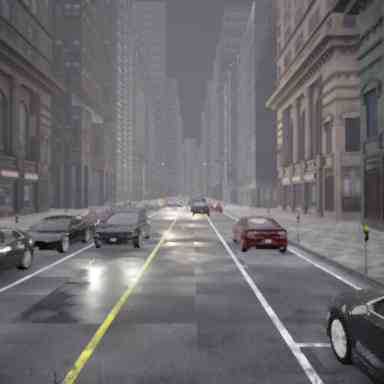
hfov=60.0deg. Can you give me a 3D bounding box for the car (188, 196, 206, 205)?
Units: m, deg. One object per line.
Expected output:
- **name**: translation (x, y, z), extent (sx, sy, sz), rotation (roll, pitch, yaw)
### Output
- **car**: translation (0.875, 1.651, 46.054), extent (2.150, 2.045, 5.566), rotation (0, -1, -1)

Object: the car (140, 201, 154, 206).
- **car**: translation (-5.717, 1.885, 36.748), extent (1.887, 1.381, 4.507), rotation (0, -1, 0)

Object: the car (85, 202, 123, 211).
- **car**: translation (-5.736, 1.625, 19.944), extent (1.967, 1.590, 4.097), rotation (0, -1, 0)

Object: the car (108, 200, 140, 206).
- **car**: translation (-5.729, 1.551, 25.547), extent (2.192, 1.841, 5.009), rotation (0, -1, 0)

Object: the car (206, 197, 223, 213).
- **car**: translation (2.816, 1.833, 42.347), extent (1.967, 1.590, 4.097), rotation (0, -1, 0)

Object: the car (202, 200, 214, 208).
- **car**: translation (2.835, 2.095, 59.153), extent (1.887, 1.381, 4.507), rotation (0, -1, 0)

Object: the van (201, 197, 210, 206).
- **van**: translation (2.849, 1.996, 70.358), extent (1.690, 1.788, 3.998), rotation (0, -1, 0)

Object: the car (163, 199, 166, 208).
- **car**: translation (-5.697, 2.021, 53.383), extent (1.752, 1.417, 4.829), rotation (0, -1, 0)

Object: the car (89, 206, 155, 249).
- **car**: translation (-3.083, 1.622, 15.570), extent (1.882, 1.535, 5.008), rotation (0, -1, 0)

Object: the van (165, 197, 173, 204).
- **van**: translation (-5.663, 2.101, 81.563), extent (1.690, 1.788, 3.998), rotation (0, -1, 0)

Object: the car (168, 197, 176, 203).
- **car**: translation (-5.650, 2.305, 92.765), extent (1.967, 1.590, 4.097), rotation (0, -1, 0)

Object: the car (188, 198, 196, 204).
- **car**: translation (0.101, 2.253, 85.823), extent (1.994, 1.385, 4.181), rotation (0, -1, 0)

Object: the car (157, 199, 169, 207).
- **car**: translation (-5.684, 2.147, 64.755), extent (1.887, 1.381, 4.507), rotation (0, -1, 0)

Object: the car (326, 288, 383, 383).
- **car**: translation (2.769, 1.581, 3.133), extent (2.008, 1.369, 4.403), rotation (0, -1, 0)

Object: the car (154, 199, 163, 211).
- **car**: translation (-5.704, 2.027, 47.950), extent (1.802, 1.307, 4.206), rotation (0, -1, 0)

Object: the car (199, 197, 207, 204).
- **car**: translation (2.868, 2.253, 87.163), extent (1.967, 1.590, 4.097), rotation (0, -1, 0)

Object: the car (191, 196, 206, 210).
- **car**: translation (0.961, 1.709, 52.063), extent (2.150, 2.045, 5.566), rotation (0, -1, 0)

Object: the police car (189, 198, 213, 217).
- **police car**: translation (0.942, 1.760, 36.140), extent (1.930, 1.638, 5.238), rotation (0, -1, 0)

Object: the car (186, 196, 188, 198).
- **car**: translation (0.083, 2.079, 70.388), extent (1.994, 1.385, 4.181), rotation (0, -1, 0)

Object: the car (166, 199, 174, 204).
- **car**: translation (-5.657, 2.394, 87.161), extent (1.802, 1.307, 4.206), rotation (0, -1, 0)

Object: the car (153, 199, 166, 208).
- **car**: translation (-5.690, 1.990, 59.155), extent (1.967, 1.590, 4.097), rotation (0, -1, 0)

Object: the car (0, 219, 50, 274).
- **car**: translation (-5.750, 1.632, 8.740), extent (2.008, 1.369, 4.403), rotation (0, -1, 0)

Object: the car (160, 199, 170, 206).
- **car**: translation (-5.677, 2.199, 70.358), extent (1.887, 1.381, 4.507), rotation (0, -1, 0)

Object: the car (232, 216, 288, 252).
- **car**: translation (2.782, 1.678, 14.337), extent (1.887, 1.381, 4.507), rotation (0, -1, 0)

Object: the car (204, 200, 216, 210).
- **car**: translation (2.829, 2.024, 53.721), extent (1.752, 1.417, 4.829), rotation (0, -1, 0)

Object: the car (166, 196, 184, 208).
- **car**: translation (-2.990, 1.889, 57.820), extent (2.097, 1.767, 4.553), rotation (0, -1, 1)

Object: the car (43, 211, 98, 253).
- **car**: translation (-5.743, 1.699, 14.342), extent (1.947, 1.339, 4.313), rotation (0, -1, 0)
